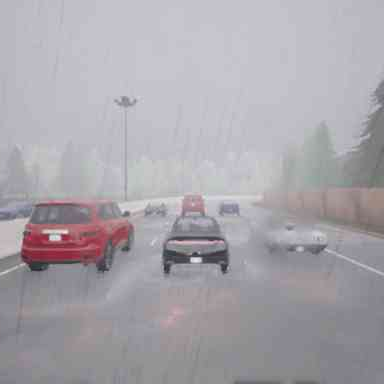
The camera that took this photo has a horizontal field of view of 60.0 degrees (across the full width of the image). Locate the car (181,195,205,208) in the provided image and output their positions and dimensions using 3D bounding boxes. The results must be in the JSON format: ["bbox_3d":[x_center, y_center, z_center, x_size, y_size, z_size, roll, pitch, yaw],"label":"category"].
[{"bbox_3d":[0.103,1.261,32.858,2.150,2.045,5.566,0,0,0],"label":"car"}]

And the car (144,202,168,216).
[{"bbox_3d":[-3.398,1.640,32.374,1.895,1.301,4.718,0,0,0],"label":"car"}]

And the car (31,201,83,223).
[{"bbox_3d":[-10.592,1.523,26.591,2.128,1.511,4.902,0,0,0],"label":"car"}]

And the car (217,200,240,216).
[{"bbox_3d":[3.604,1.518,33.437,1.882,1.535,5.008,0,0,0],"label":"car"}]

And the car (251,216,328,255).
[{"bbox_3d":[3.602,1.617,13.301,1.895,1.301,4.718,0,0,0],"label":"car"}]

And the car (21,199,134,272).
[{"bbox_3d":[-3.398,1.235,10.943,2.150,2.045,5.566,0,0,0],"label":"car"}]

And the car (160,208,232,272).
[{"bbox_3d":[0.103,1.505,10.779,2.128,1.511,4.902,0,0,0],"label":"car"}]
